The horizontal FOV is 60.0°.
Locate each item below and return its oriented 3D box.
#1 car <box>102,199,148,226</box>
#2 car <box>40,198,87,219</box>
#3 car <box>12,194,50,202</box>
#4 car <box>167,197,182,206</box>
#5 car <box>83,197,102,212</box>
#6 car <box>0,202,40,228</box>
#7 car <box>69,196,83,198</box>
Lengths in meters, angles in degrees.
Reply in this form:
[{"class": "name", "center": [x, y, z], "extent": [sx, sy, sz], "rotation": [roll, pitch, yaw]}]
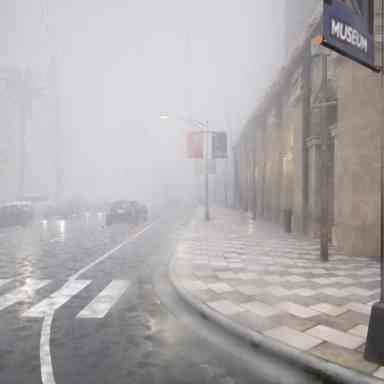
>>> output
[{"class": "car", "center": [-4.446, 1.341, 23.297], "extent": [2.097, 1.767, 4.553], "rotation": [0, 0, 2]}, {"class": "car", "center": [-11.321, 1.526, 29.543], "extent": [1.812, 1.442, 4.674], "rotation": [0, 0, 2]}, {"class": "car", "center": [-14.794, 1.221, 30.421], "extent": [2.150, 2.045, 5.566], "rotation": [0, 0, 2]}, {"class": "car", "center": [-2.885, 1.547, 55.042], "extent": [1.812, 1.442, 4.674], "rotation": [-1, 0, 9]}, {"class": "car", "center": [-10.904, 1.526, 39.423], "extent": [1.812, 1.442, 4.674], "rotation": [0, 0, 2]}, {"class": "car", "center": [-11.656, 1.547, 20.120], "extent": [2.033, 1.411, 5.357], "rotation": [0, 0, 2]}, {"class": "car", "center": [-14.353, 1.352, 40.737], "extent": [2.097, 1.767, 4.553], "rotation": [0, 0, 3]}]
